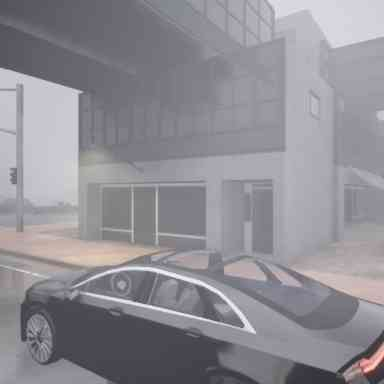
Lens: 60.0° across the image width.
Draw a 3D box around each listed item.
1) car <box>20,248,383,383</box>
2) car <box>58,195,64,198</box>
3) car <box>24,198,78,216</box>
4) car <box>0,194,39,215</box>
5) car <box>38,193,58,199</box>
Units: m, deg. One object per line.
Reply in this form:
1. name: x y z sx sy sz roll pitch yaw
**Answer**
1. car: -0.251 1.491 4.172 4.902 1.511 2.128 0 0 35
2. car: -28.893 1.364 71.754 3.905 1.438 1.784 0 0 35
3. car: -13.438 1.601 32.679 1.895 1.301 4.718 0 0 36
4. car: -17.935 1.354 32.454 2.097 1.767 4.553 0 0 36
5. car: -30.620 1.153 69.428 4.605 1.855 1.932 0 0 35
